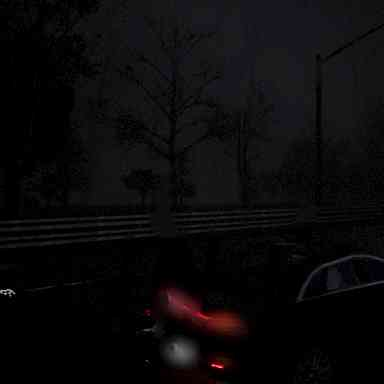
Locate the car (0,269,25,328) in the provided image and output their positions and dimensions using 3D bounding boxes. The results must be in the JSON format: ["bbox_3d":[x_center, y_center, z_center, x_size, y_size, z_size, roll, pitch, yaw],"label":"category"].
[{"bbox_3d":[-4.896,1.526,4.536,4.674,1.442,1.812,0,0,-34],"label":"car"}]

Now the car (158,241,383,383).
[{"bbox_3d":[1.890,1.491,4.889,4.902,1.511,2.128,0,0,-34],"label":"car"}]
